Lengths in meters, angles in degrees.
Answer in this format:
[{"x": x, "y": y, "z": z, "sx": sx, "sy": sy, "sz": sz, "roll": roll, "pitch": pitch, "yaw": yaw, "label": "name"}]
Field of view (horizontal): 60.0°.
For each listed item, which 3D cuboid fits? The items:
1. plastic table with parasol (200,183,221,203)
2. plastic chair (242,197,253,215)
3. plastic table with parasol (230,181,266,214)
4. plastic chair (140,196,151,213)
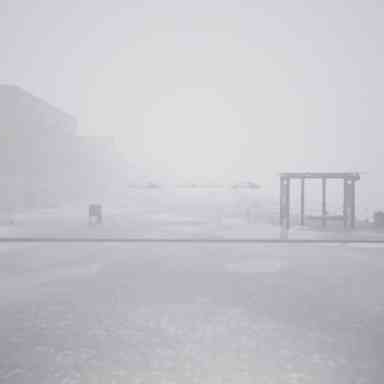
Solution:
[{"x": 2.302, "y": 0.073, "z": 41.479, "sx": 2.482, "sy": 2.480, "sz": 2.482, "roll": 0, "pitch": 1, "yaw": 1, "label": "plastic table with parasol"}, {"x": 4.147, "y": 1.019, "z": 24.831, "sx": 0.750, "sy": 1.271, "sz": 0.730, "roll": 0, "pitch": 1, "yaw": 1, "label": "plastic chair"}, {"x": 4.321, "y": 0.389, "z": 26.084, "sx": 2.482, "sy": 2.480, "sz": 2.482, "roll": 0, "pitch": 1, "yaw": 1, "label": "plastic table with parasol"}, {"x": -3.629, "y": 0.997, "z": 25.834, "sx": 0.750, "sy": 1.271, "sz": 0.730, "roll": 0, "pitch": 1, "yaw": 1, "label": "plastic chair"}]
